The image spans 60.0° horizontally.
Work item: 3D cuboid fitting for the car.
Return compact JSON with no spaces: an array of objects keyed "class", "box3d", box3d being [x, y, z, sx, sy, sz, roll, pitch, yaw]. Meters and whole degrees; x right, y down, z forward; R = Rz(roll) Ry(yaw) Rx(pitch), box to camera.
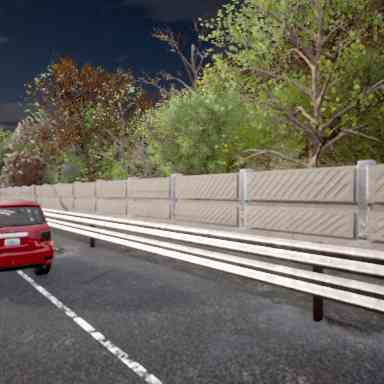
[{"class":"car","box3d":[-5.811,1.254,9.736,2.150,2.045,5.566,0,0,-39]}]
